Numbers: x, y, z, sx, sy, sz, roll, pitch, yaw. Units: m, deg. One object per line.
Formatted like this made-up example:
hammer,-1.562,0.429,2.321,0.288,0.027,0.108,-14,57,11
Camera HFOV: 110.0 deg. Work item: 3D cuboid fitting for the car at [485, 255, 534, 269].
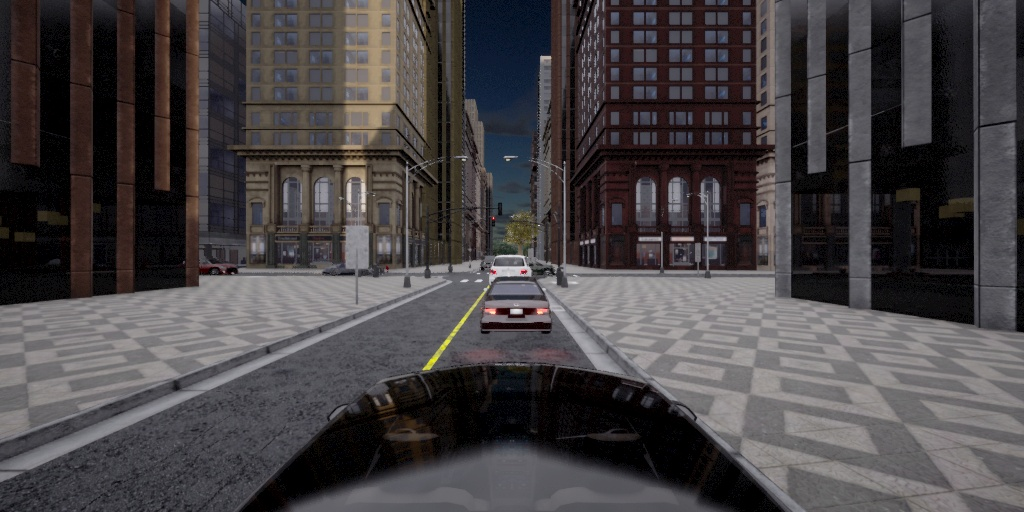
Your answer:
car,0.013,0.971,20.839,2.150,2.045,5.566,0,0,4

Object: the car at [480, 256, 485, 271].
car,-3.139,0.969,49.469,2.150,2.045,5.566,0,0,-1

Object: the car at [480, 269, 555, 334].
car,0.089,1.297,10.594,2.033,1.411,5.357,0,0,0

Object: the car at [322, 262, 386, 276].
car,-14.655,1.246,33.323,5.357,1.411,2.033,0,0,0

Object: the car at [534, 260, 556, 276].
car,1.874,1.104,33.329,4.553,1.767,2.097,0,0,0

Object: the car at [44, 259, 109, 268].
car,-40.316,0.985,33.338,4.553,1.767,2.097,0,0,0

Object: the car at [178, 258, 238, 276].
car,-28.179,1.012,33.320,4.553,1.767,2.097,0,0,0
